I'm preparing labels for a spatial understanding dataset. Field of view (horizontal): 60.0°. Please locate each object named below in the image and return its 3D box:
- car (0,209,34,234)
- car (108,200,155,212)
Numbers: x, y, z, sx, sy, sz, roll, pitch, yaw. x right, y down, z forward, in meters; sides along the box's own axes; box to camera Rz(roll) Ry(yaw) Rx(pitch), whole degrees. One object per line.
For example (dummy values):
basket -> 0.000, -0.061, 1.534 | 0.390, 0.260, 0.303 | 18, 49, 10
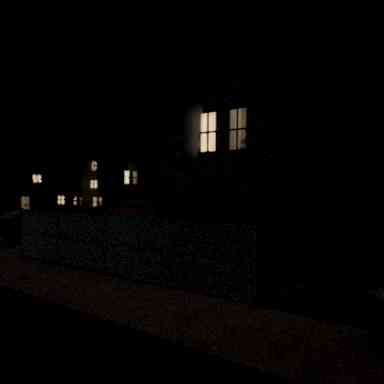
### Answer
car -> -11.248, 1.877, 21.926 | 1.812, 1.442, 4.674 | 1, 0, 36
car -> -5.143, 1.796, 30.236 | 2.150, 2.045, 5.566 | 1, -1, 36
